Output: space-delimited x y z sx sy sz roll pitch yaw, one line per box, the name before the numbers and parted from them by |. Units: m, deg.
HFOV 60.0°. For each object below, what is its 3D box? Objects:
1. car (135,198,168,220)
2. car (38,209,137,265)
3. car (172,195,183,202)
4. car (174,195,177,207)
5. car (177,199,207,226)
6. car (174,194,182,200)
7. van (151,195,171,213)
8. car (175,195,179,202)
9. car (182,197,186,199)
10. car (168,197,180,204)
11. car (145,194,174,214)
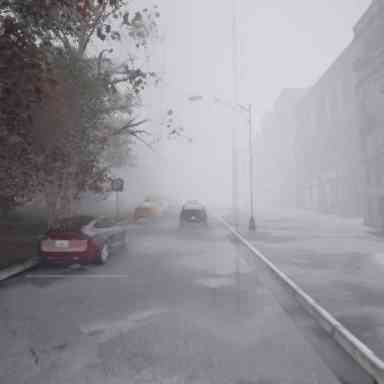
car | -3.651 1.562 28.596 2.097 1.535 5.008 0 0 2
car | -3.651 1.548 11.918 2.163 1.488 4.792 0 0 2
car | -3.649 1.616 84.275 2.185 1.767 4.553 0 0 2
car | -3.642 1.605 45.497 1.946 1.575 5.366 0 0 2
car | 0.103 1.549 24.338 1.882 1.535 5.008 0 0 0
car | -3.650 1.537 61.992 2.185 1.767 4.553 0 0 2
van | -3.646 1.365 39.859 1.878 1.987 4.442 0 0 2
car | -3.649 1.624 50.877 2.097 1.535 5.008 0 0 2
car | 0.103 1.665 42.200 2.033 1.411 5.357 0 0 0
car | -3.648 1.723 67.591 2.002 1.452 4.674 0 0 2
car | -3.650 1.325 34.201 2.435 2.045 5.566 0 0 2
